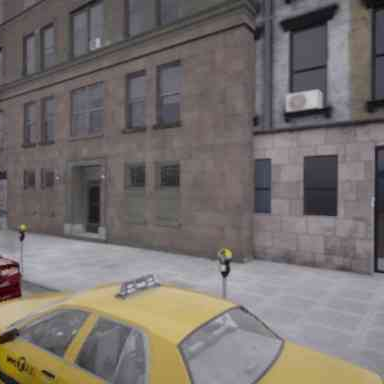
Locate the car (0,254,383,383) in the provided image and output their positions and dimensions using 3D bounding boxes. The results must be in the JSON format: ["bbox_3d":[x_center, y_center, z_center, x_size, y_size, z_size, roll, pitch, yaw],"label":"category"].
[{"bbox_3d":[-0.730,1.510,3.329,4.829,1.417,1.752,0,0,35],"label":"car"}]
